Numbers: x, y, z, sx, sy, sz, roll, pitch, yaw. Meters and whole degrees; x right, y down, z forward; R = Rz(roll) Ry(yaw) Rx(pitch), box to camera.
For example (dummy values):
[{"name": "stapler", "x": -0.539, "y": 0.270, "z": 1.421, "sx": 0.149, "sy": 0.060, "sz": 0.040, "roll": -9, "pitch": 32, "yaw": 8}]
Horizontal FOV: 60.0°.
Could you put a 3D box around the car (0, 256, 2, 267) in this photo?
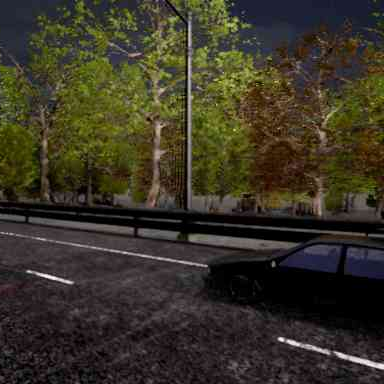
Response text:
[{"name": "car", "x": -7.353, "y": 1.486, "z": 9.227, "sx": 5.357, "sy": 1.411, "sz": 2.033, "roll": 1, "pitch": 0, "yaw": 35}]

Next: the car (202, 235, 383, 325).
[{"name": "car", "x": 2.839, "y": 1.545, "z": 6.265, "sx": 5.357, "sy": 1.411, "sz": 2.033, "roll": 0, "pitch": 0, "yaw": 35}]
